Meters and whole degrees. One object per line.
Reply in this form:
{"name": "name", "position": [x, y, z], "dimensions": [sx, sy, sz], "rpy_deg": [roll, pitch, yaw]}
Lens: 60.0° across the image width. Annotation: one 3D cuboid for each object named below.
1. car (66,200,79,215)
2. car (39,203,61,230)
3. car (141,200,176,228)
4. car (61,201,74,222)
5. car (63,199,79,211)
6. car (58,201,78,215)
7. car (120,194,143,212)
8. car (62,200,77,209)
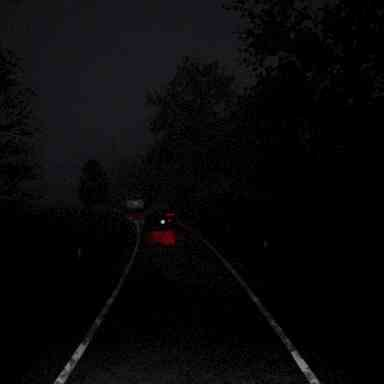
{"name": "car", "position": [-13.635, 1.888, 35.298], "dimensions": [2.097, 1.535, 5.008], "rpy_deg": [0, -1, -14]}
{"name": "car", "position": [-11.083, 1.793, 23.538], "dimensions": [2.097, 1.535, 5.008], "rpy_deg": [0, -1, -10]}
{"name": "car", "position": [-2.204, 1.527, 22.433], "dimensions": [1.837, 1.490, 4.892], "rpy_deg": [0, 1, -11]}
{"name": "car", "position": [-12.292, 1.835, 29.748], "dimensions": [2.231, 1.521, 4.892], "rpy_deg": [0, -1, -12]}
{"name": "car", "position": [-18.599, 1.969, 51.309], "dimensions": [2.097, 1.535, 5.008], "rpy_deg": [-2, 0, -18]}
{"name": "car", "position": [-15.295, 1.965, 41.306], "dimensions": [2.002, 1.452, 4.674], "rpy_deg": [0, 0, -16]}
{"name": "car", "position": [-7.303, 1.306, 40.187], "dimensions": [2.150, 2.045, 5.566], "rpy_deg": [-1, 0, -21]}
{"name": "car", "position": [-20.994, 2.069, 56.967], "dimensions": [2.002, 1.452, 4.674], "rpy_deg": [1, 0, -24]}
